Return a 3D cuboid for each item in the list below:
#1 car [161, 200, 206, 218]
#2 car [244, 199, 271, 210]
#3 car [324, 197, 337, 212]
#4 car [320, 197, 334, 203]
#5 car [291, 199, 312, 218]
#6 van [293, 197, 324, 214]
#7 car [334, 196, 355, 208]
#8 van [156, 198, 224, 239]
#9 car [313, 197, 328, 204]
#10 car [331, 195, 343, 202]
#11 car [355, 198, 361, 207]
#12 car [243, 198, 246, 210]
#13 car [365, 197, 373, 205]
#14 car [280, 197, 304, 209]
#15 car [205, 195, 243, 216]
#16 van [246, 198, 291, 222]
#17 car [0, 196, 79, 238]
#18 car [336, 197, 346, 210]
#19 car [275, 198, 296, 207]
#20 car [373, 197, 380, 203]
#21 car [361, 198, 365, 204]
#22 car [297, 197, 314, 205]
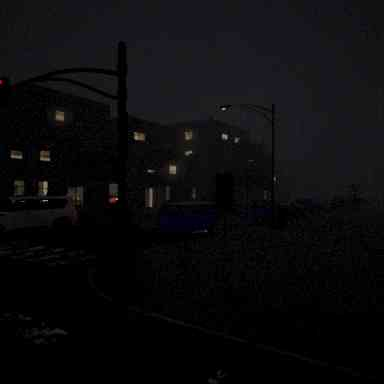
[{"bbox_3d":[-0.725,1.555,31.407,1.752,1.417,4.829,0,0,35],"label":"car"},{"bbox_3d":[8.901,1.626,45.098,1.887,1.381,4.507,0,0,35],"label":"car"},{"bbox_3d":[15.844,1.669,40.402,1.752,1.417,4.829,0,0,35],"label":"car"},{"bbox_3d":[31.131,1.789,76.716,1.947,1.339,4.313,0,0,35],"label":"car"},{"bbox_3d":[9.394,1.654,31.228,1.887,1.381,4.507,0,0,35],"label":"car"},{"bbox_3d":[12.571,1.467,35.745,1.690,1.788,3.998,0,0,35],"label":"van"},{"bbox_3d":[22.099,1.495,49.297,2.192,1.841,5.009,0,0,35],"label":"car"},{"bbox_3d":[-0.133,1.405,17.677,1.690,1.788,3.998,0,0,35],"label":"van"},{"bbox_3d":[27.857,1.725,72.060,1.752,1.417,4.829,0,0,35],"label":"car"},{"bbox_3d":[37.483,1.709,85.750,1.967,1.590,4.097,0,0,35],"label":"car"},{"bbox_3d":[25.275,1.515,53.814,2.192,1.841,5.009,0,0,35],"label":"car"},{"bbox_3d":[5.726,1.503,40.581,1.967,1.590,4.097,0,0,35],"label":"car"},{"bbox_3d":[34.801,1.808,67.365,1.887,1.381,4.507,0,0,35],"label":"car"},{"bbox_3d":[14.792,1.601,48.805,1.882,1.535,5.008,1,0,35],"label":"car"},{"bbox_3d":[2.289,1.275,31.182,2.150,2.045,5.566,1,0,35],"label":"car"},{"bbox_3d":[6.219,1.434,26.711,1.690,1.788,3.998,0,0,35],"label":"van"},{"bbox_3d":[-8.437,1.226,16.530,2.150,2.045,5.566,1,0,40],"label":"car"},{"bbox_3d":[18.921,1.727,44.779,1.947,1.339,4.313,0,0,35],"label":"car"},{"bbox_3d":[15.252,1.662,54.131,1.887,1.381,4.507,0,0,35],"label":"car"},{"bbox_3d":[44.328,1.897,80.916,1.947,1.339,4.313,0,0,35],"label":"car"},{"bbox_3d":[28.547,1.746,58.470,1.752,1.417,4.829,0,0,35],"label":"car"},{"bbox_3d":[21.604,1.702,63.165,1.887,1.381,4.507,0,0,35],"label":"car"}]
